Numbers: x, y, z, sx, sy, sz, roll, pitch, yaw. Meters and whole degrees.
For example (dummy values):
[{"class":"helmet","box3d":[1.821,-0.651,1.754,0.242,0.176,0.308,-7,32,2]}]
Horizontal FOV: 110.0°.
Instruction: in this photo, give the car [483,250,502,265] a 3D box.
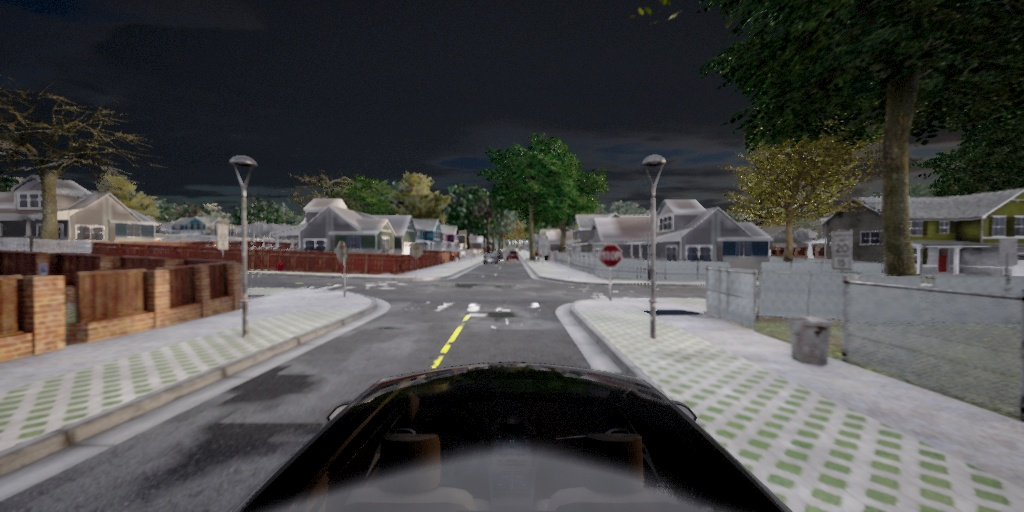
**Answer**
[{"class":"car","box3d":[-2.752,0.359,47.429,2.128,1.511,4.902,0,1,0]}]

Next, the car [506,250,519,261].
[{"class":"car","box3d":[0.096,-0.159,62.410,2.097,1.767,4.553,0,1,0]}]
